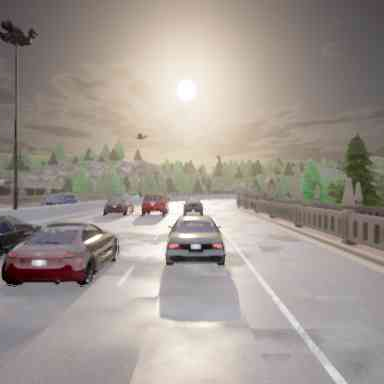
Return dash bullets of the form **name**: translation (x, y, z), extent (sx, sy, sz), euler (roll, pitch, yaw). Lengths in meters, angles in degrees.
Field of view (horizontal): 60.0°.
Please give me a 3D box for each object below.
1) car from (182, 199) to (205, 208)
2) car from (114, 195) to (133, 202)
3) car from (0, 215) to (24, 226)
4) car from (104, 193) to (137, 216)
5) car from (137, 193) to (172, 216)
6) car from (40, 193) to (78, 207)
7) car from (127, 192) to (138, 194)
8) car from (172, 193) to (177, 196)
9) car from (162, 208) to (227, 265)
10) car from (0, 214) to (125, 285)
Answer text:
- **car**: translation (0.114, 1.421, 32.015), extent (1.837, 1.490, 4.892), euler (0, 0, 0)
- **car**: translation (-14.639, 1.330, 71.609), extent (1.837, 1.490, 4.892), euler (0, 0, 19)
- **car**: translation (-6.898, 1.518, 11.544), extent (2.033, 1.411, 5.357), euler (0, 0, 0)
- **car**: translation (-6.886, 1.269, 31.717), extent (2.097, 1.767, 4.553), euler (0, 0, 0)
- **car**: translation (-3.389, 1.139, 31.332), extent (2.150, 2.045, 5.566), euler (0, 0, 0)
- **car**: translation (-14.001, 1.127, 35.400), extent (2.150, 2.045, 5.566), euler (0, 0, 1)
- **car**: translation (-12.430, 1.057, 67.238), extent (2.150, 2.045, 5.566), euler (0, 0, 16)
- **car**: translation (-4.957, 0.973, 76.796), extent (1.837, 1.490, 4.892), euler (0, 0, 22)
- **car**: translation (0.102, 1.518, 11.497), extent (2.033, 1.411, 5.357), euler (0, 0, 0)
- **car**: translation (-3.398, 1.540, 9.402), extent (1.994, 1.385, 4.181), euler (0, 0, 0)
